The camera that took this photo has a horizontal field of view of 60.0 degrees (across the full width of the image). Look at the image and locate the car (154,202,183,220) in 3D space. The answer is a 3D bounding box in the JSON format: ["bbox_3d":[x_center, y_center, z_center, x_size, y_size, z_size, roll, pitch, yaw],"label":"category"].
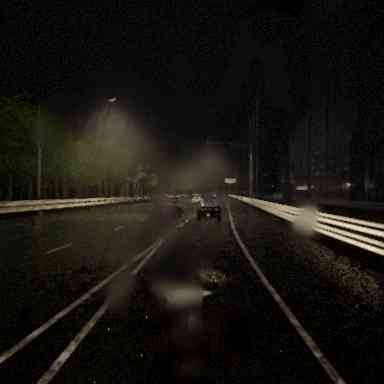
[{"bbox_3d":[-1.929,1.567,28.637,1.994,1.385,4.181,0,0,6],"label":"car"}]

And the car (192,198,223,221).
[{"bbox_3d":[1.498,1.523,27.363,2.128,1.511,4.902,0,0,6],"label":"car"}]

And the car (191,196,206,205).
[{"bbox_3d":[0.952,1.573,58.480,1.812,1.442,4.674,0,0,5],"label":"car"}]

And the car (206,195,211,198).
[{"bbox_3d":[2.692,1.632,76.979,2.033,1.411,5.357,0,0,5],"label":"car"}]
